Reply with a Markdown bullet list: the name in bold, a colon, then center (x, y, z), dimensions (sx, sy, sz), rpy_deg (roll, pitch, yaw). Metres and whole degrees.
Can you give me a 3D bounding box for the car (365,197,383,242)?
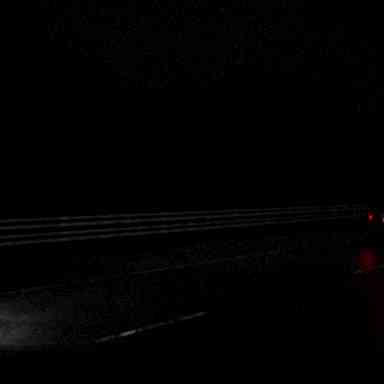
- **car**: center (10.230, 1.242, 15.338), dimensions (5.566, 2.045, 2.150), rpy_deg (0, 0, -36)
